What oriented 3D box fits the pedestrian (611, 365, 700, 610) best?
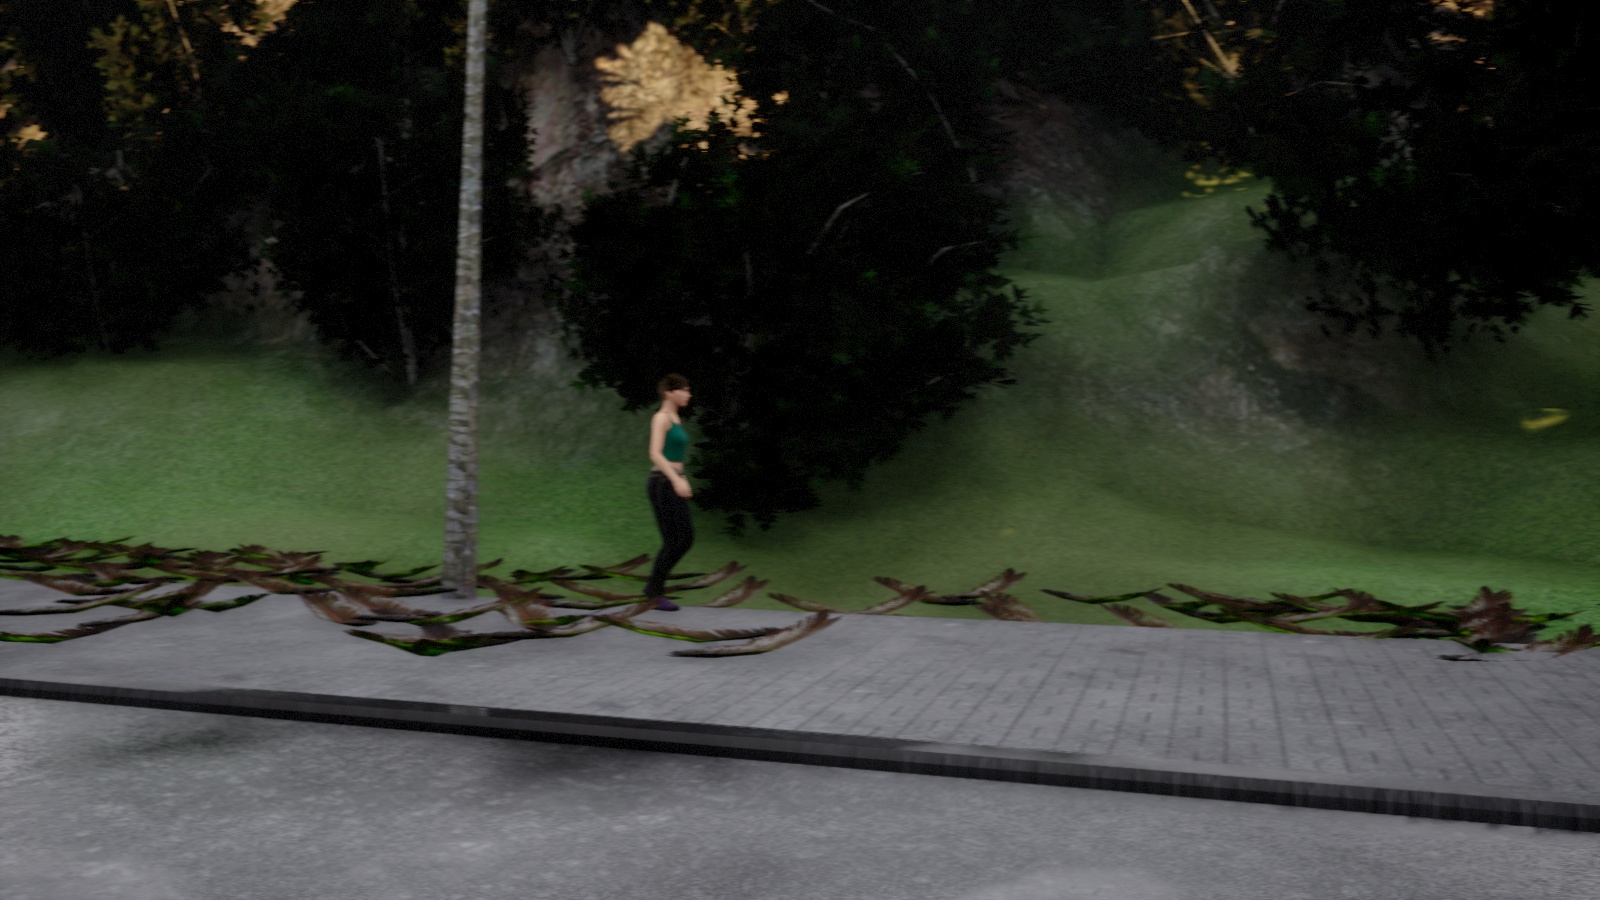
[{"bbox_3d":[-1.102,0.277,9.629,0.594,1.836,0.345,0,1,12],"label":"pedestrian"}]
